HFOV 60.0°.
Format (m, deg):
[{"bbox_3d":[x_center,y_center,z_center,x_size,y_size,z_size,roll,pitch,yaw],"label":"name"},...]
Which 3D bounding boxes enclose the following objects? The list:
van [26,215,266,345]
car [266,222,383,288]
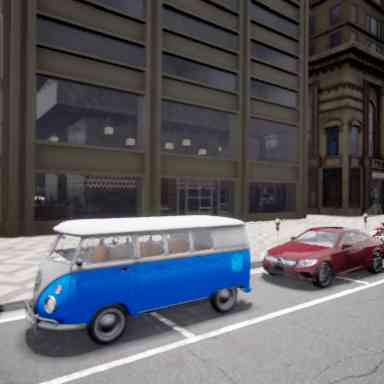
[{"bbox_3d":[-0.711,1.364,6.136,3.998,1.788,1.690,1,0,-35],"label":"van"},{"bbox_3d":[3.847,1.648,9.388,4.206,1.307,1.802,1,0,-35],"label":"car"}]
